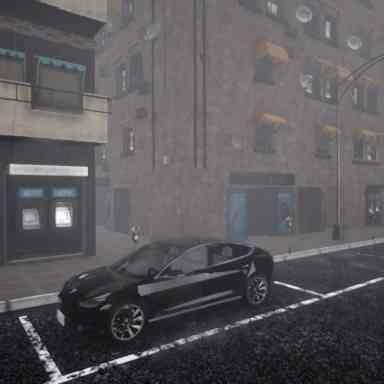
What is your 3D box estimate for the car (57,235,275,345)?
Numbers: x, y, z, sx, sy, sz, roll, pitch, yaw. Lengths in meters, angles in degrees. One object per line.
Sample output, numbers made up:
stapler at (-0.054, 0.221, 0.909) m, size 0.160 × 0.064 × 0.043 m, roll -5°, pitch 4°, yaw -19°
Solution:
car at (-0.251, 1.568, 6.396) m, size 4.313 × 1.339 × 1.947 m, roll 0°, pitch 0°, yaw -36°
